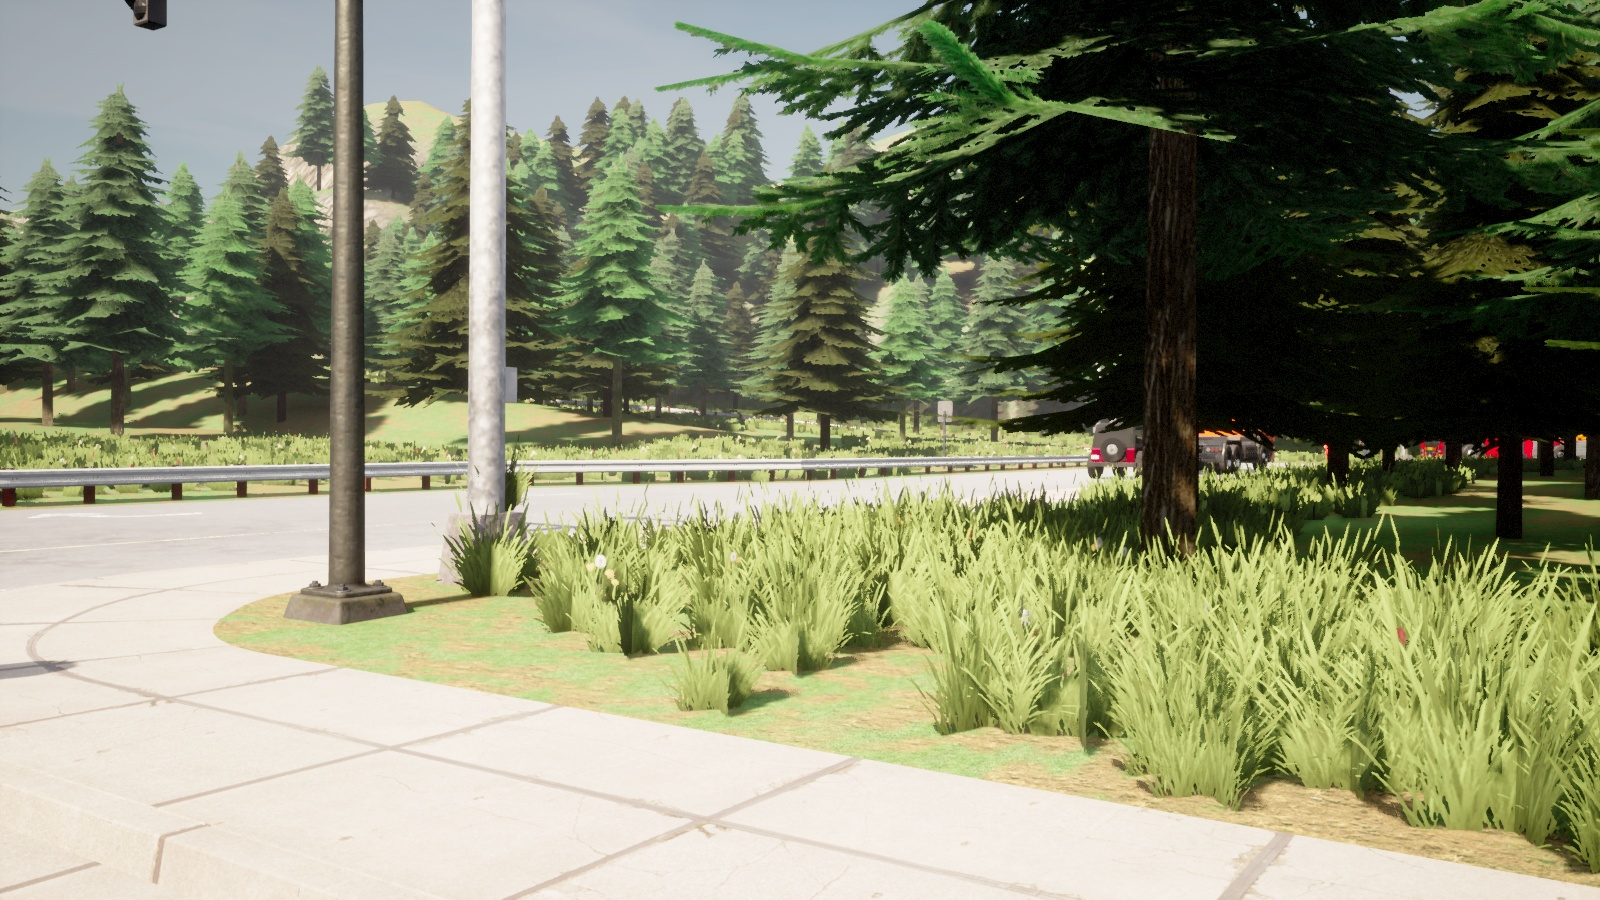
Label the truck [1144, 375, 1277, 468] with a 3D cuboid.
[{"bbox_3d":[16.632,-1.117,50.478,2.891,3.462,7.936,0,1,35],"label":"truck"}]

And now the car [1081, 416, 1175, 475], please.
[{"bbox_3d":[11.144,-0.181,42.538,1.905,1.878,3.866,0,1,34],"label":"car"}]

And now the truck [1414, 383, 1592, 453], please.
[{"bbox_3d":[39.904,-1.797,71.496,8.468,3.827,2.891,0,1,2],"label":"truck"}]
